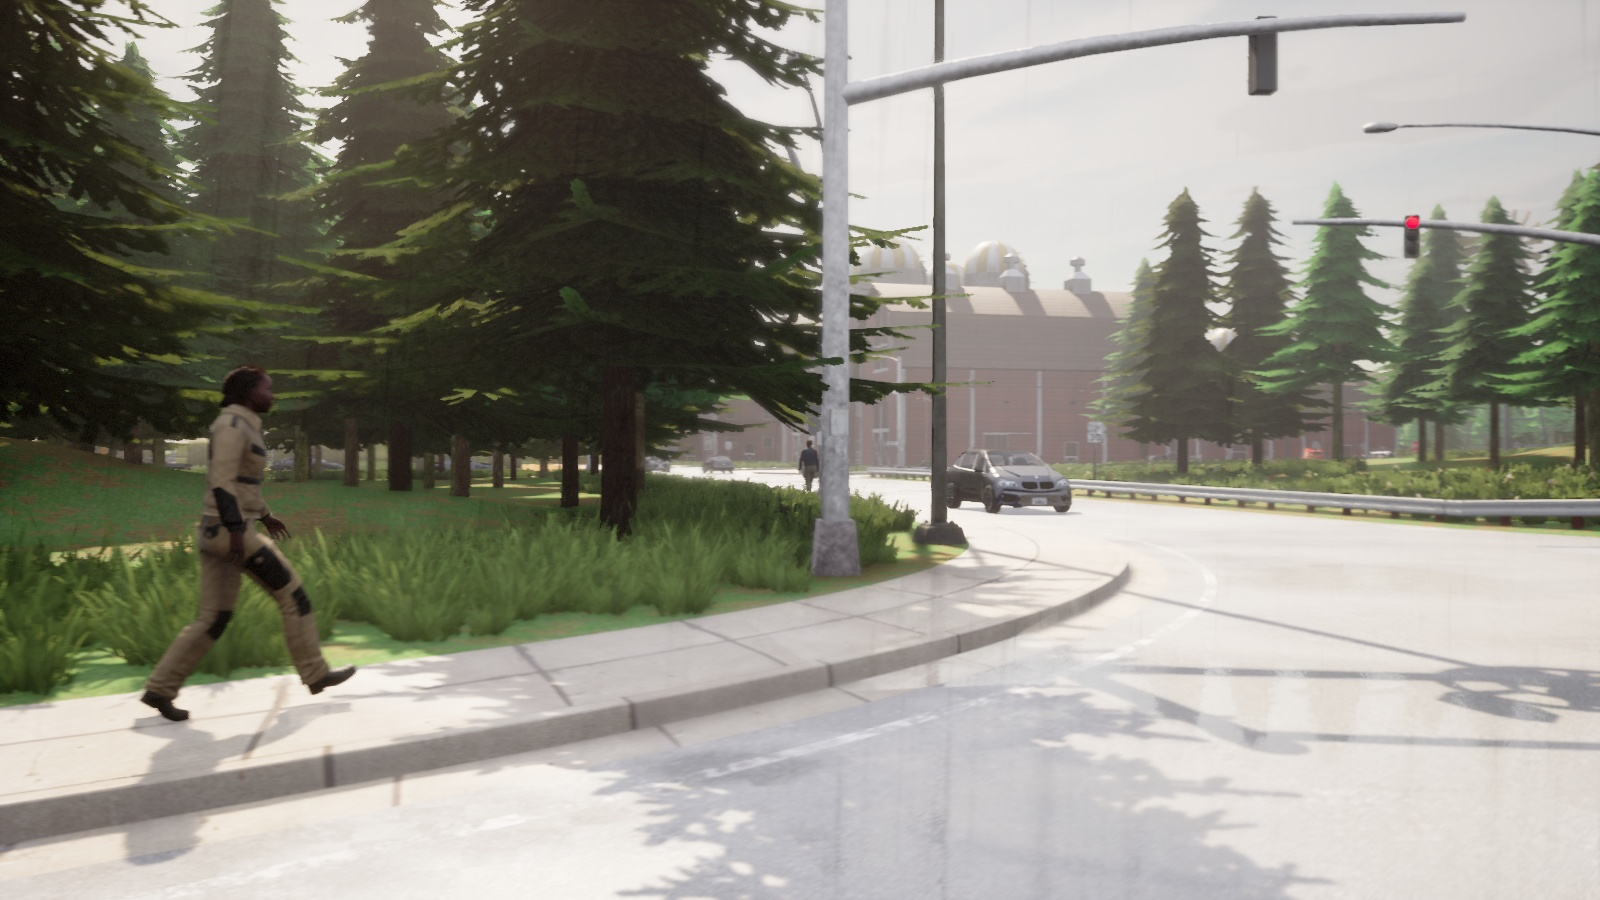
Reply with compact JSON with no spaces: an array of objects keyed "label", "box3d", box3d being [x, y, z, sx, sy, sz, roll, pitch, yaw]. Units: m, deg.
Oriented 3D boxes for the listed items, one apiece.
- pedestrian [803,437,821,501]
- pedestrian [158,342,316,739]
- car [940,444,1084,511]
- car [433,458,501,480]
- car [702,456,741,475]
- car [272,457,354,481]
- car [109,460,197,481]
[{"label":"pedestrian","box3d":[0.340,0.543,36.665,0.370,1.835,0.726,0,0,-12]},{"label":"pedestrian","box3d":[-2.889,0.440,6.446,0.692,1.930,0.396,0,0,-31]},{"label":"car","box3d":[5.563,0.698,33.639,2.242,1.667,4.611,0,0,-12]},{"label":"car","box3d":[-21.681,1.206,81.885,4.181,1.385,1.994,0,0,-13]},{"label":"car","box3d":[-6.145,1.173,97.567,2.033,1.411,5.357,0,0,-14]},{"label":"car","box3d":[-30.874,1.187,79.763,4.674,1.442,1.812,0,0,-13]},{"label":"car","box3d":[-41.610,1.299,80.875,4.718,1.301,1.895,0,0,-13]}]
